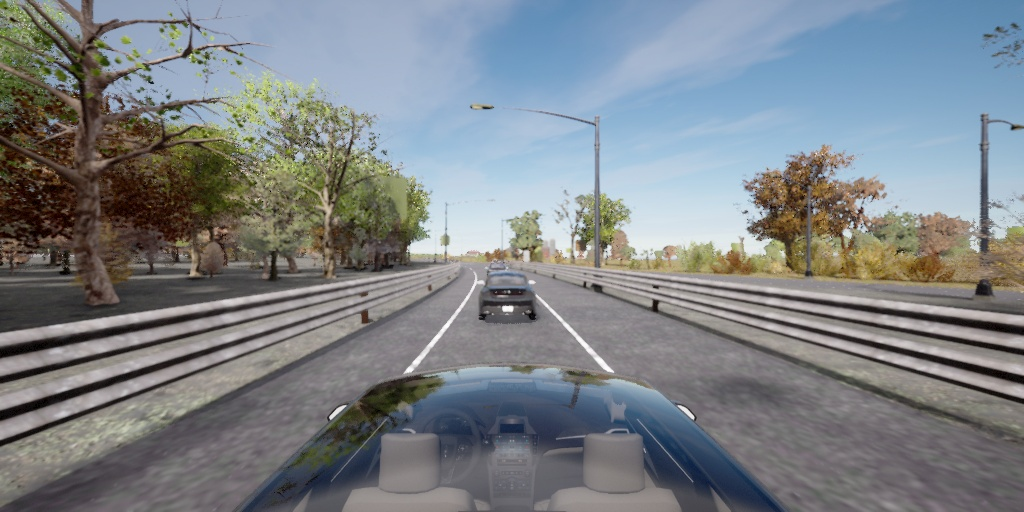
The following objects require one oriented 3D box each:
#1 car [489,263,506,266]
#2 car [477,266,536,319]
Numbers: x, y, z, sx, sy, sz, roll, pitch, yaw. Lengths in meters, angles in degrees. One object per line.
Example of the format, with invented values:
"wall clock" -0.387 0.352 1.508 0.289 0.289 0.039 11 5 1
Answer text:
"car" -1.312 1.356 30.994 2.128 1.511 4.902 0 0 -5
"car" -0.202 1.307 13.055 1.837 1.490 4.892 0 0 -2
